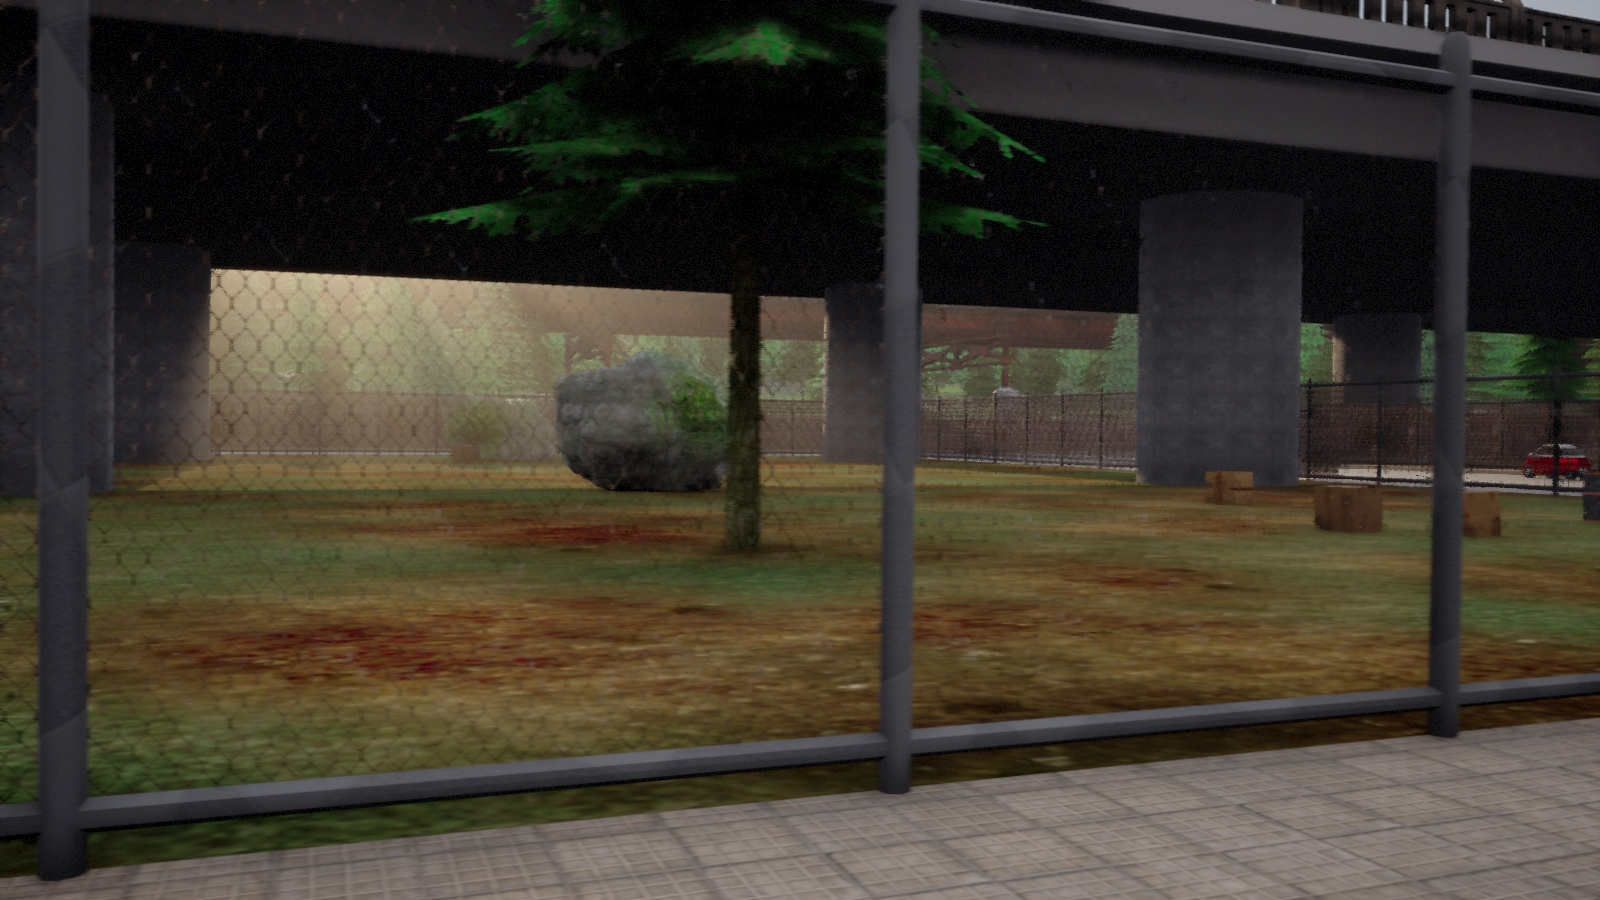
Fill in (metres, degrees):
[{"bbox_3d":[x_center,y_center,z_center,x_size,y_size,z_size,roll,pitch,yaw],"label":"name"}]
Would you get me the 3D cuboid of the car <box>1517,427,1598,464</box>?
[{"bbox_3d":[29.028,-0.190,48.183,1.481,1.376,2.207,-1,1,-21],"label":"car"}]
